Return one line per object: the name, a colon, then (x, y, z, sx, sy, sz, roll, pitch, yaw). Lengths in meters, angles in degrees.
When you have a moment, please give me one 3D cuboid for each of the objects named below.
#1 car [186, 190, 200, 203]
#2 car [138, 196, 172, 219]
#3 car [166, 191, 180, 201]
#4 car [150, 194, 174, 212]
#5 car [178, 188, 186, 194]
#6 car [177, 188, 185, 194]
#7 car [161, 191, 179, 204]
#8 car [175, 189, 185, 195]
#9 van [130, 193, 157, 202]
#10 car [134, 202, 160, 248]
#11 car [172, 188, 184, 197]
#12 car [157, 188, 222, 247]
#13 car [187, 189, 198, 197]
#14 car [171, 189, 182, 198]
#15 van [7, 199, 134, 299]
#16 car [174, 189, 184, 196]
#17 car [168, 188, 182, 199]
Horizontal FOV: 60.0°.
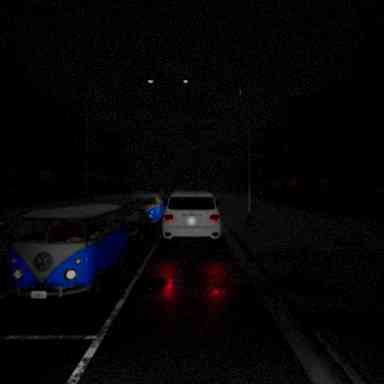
car: (0.111, 0.512, 44.073, 1.837, 1.490, 4.892, 0, 1, 0)
car: (-2.621, 1.072, 24.443, 1.947, 1.339, 4.313, 1, 1, 0)
car: (-2.616, 0.530, 46.594, 1.802, 1.307, 4.206, 1, 1, 0)
car: (-2.617, 0.945, 29.981, 1.802, 1.307, 4.206, 1, 2, 0)
car: (-2.609, -0.296, 85.365, 2.008, 1.369, 4.403, 1, 1, 0)
car: (-2.610, -0.196, 79.824, 1.887, 1.381, 4.507, 1, 1, 0)
car: (-2.615, 0.646, 41.055, 1.947, 1.339, 4.313, 1, 1, 0)
car: (-2.611, -0.068, 74.285, 1.947, 1.339, 4.313, 1, 1, 0)
van: (-2.621, 0.981, 18.894, 1.690, 1.788, 3.998, 1, 1, 0)
car: (-2.627, 1.311, 13.355, 2.008, 1.369, 4.403, 1, 1, 0)
car: (-2.612, 0.024, 63.204, 1.967, 1.590, 4.097, 1, 1, 0)
car: (-0.007, 0.972, 13.799, 2.150, 2.045, 5.566, 0, 1, 0)
car: (0.115, 0.128, 61.272, 1.837, 1.490, 4.892, 0, 1, 0)
car: (-2.613, 0.228, 57.498, 1.752, 1.417, 4.829, 1, 1, 0)
van: (-2.629, 1.209, 7.806, 1.690, 1.788, 3.998, 0, 1, 0)
car: (-2.612, 0.024, 68.745, 2.008, 1.369, 4.403, 1, 1, 0)
car: (-2.613, 0.261, 52.128, 1.967, 1.590, 4.097, 1, 1, 0)
